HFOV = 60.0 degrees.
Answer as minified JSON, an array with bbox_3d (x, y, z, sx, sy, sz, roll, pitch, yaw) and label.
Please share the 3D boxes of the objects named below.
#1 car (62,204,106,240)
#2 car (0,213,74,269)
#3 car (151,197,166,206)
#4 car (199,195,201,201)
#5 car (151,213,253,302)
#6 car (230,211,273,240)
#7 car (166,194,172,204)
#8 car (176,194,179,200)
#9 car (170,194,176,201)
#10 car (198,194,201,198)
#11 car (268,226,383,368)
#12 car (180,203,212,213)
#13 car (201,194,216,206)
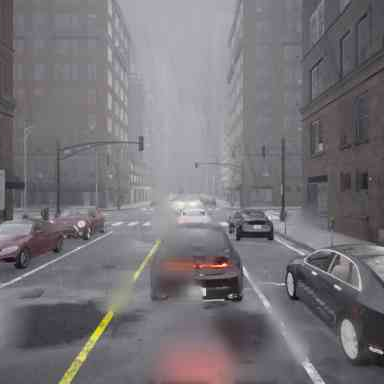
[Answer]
[{"bbox_3d":[-5.672,1.440,16.588,1.967,1.590,4.097,0,0,0],"label":"car"},{"bbox_3d":[-5.671,1.582,11.087,1.802,1.307,4.206,0,0,0],"label":"car"},{"bbox_3d":[-5.639,1.617,53.691,1.802,1.307,4.206,0,0,0],"label":"car"},{"bbox_3d":[2.905,1.606,64.496,2.008,1.369,4.403,0,0,0],"label":"car"},{"bbox_3d":[0.097,1.505,8.253,1.837,1.490,4.892,0,0,0],"label":"car"},{"bbox_3d":[2.854,1.566,16.588,1.947,1.339,4.313,0,0,0],"label":"car"},{"bbox_3d":[-5.620,1.606,64.508,2.008,1.369,4.403,0,0,0],"label":"car"},{"bbox_3d":[-5.575,1.455,91.551,2.192,1.841,5.009,0,0,0],"label":"car"},{"bbox_3d":[-5.593,1.625,80.563,1.752,1.417,4.829,0,0,0],"label":"car"},{"bbox_3d":[2.923,1.523,75.314,1.967,1.590,4.097,0,0,0],"label":"car"},{"bbox_3d":[2.855,1.551,5.586,2.008,1.369,4.403,0,0,0],"label":"car"},{"bbox_3d":[0.081,1.526,17.401,1.812,1.442,4.674,0,0,-1],"label":"car"},{"bbox_3d":[2.885,1.475,53.679,1.967,1.590,4.097,0,0,0],"label":"car"}]
